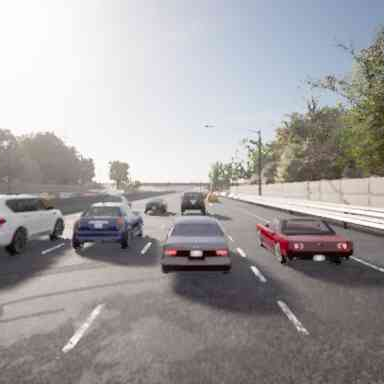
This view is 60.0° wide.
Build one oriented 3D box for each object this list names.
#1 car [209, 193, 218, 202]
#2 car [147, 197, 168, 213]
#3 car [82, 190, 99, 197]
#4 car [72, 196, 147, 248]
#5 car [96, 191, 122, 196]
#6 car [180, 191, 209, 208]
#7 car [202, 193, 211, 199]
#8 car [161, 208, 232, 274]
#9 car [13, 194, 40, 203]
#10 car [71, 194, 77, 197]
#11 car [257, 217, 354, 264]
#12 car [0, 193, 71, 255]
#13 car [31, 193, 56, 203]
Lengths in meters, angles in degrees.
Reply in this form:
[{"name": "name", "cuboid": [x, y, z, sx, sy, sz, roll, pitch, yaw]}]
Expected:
[{"name": "car", "cuboid": [3.509, 0.967, 57.965, 1.882, 1.535, 5.008, 0, 0, 0]}, {"name": "car", "cuboid": [-3.396, 1.238, 32.052, 1.812, 1.442, 4.674, 0, 1, 0]}, {"name": "car", "cuboid": [-17.519, 0.712, 58.422, 2.150, 2.045, 5.566, 0, 0, 1]}, {"name": "car", "cuboid": [-3.397, 1.222, 14.220, 2.097, 1.767, 4.553, 0, 1, 0]}, {"name": "car", "cuboid": [-6.896, 1.077, 30.674, 2.097, 1.767, 4.553, 0, 1, 0]}, {"name": "car", "cuboid": [0.103, 0.949, 30.256, 2.150, 2.045, 5.566, 0, 1, 0]}, {"name": "car", "cuboid": [3.513, 0.868, 79.990, 2.033, 1.411, 5.357, 0, 0, 0]}, {"name": "car", "cuboid": [0.103, 1.454, 10.223, 2.033, 1.411, 5.357, 0, 1, 0]}, {"name": "car", "cuboid": [-28.005, 1.052, 56.509, 2.033, 1.411, 5.357, 0, 0, 0]}, {"name": "car", "cuboid": [-21.033, 0.986, 55.987, 1.882, 1.535, 5.008, 0, 0, 1]}, {"name": "car", "cuboid": [3.503, 1.495, 11.349, 1.895, 1.301, 4.718, 0, 1, 0]}, {"name": "car", "cuboid": [-6.900, 1.105, 12.859, 2.150, 2.045, 5.566, 0, 1, 0]}, {"name": "car", "cuboid": [-24.524, 0.992, 55.244, 1.882, 1.535, 5.008, 0, 1, 1]}]
